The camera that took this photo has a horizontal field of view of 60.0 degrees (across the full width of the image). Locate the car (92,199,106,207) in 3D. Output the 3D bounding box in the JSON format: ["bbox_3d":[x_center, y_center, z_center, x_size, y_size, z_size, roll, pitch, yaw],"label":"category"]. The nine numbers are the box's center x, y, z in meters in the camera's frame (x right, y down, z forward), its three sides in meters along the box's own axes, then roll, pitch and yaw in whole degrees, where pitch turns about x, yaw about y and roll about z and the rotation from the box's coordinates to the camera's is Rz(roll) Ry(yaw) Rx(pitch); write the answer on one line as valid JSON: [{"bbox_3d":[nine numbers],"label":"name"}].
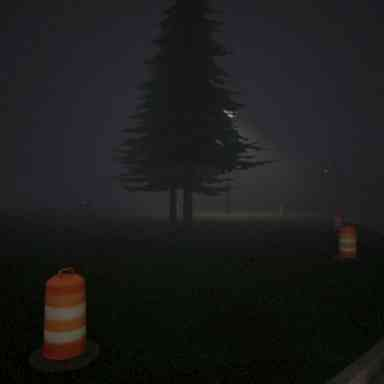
[{"bbox_3d":[-18.472,1.954,59.673,4.902,1.511,2.128,0,-1,26],"label":"car"}]

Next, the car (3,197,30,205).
[{"bbox_3d":[-33.834,1.755,63.386,4.892,1.490,1.837,0,-1,26],"label":"car"}]

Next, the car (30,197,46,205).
[{"bbox_3d":[-32.279,1.791,66.521,4.892,1.490,1.837,0,-1,26],"label":"car"}]

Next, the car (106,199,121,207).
[{"bbox_3d":[-16.648,2.044,62.672,5.357,1.411,2.033,0,-1,26],"label":"car"}]

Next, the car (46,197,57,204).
[{"bbox_3d":[-30.724,1.867,69.656,5.357,1.411,2.033,0,-1,26],"label":"car"}]

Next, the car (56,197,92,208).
[{"bbox_3d":[-20.028,1.917,56.539,4.902,1.511,2.128,0,-1,27],"label":"car"}]

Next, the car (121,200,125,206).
[{"bbox_3d":[-15.431,2.059,65.979,4.674,1.442,1.812,0,0,27],"label":"car"}]

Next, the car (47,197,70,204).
[{"bbox_3d":[-29.168,1.864,72.792,4.892,1.490,1.837,0,-1,26],"label":"car"}]
